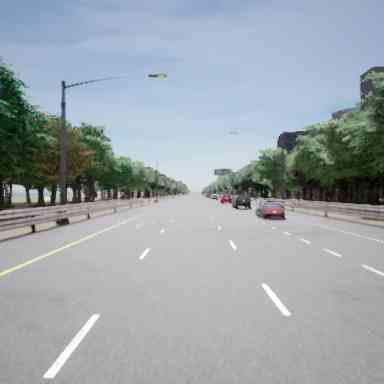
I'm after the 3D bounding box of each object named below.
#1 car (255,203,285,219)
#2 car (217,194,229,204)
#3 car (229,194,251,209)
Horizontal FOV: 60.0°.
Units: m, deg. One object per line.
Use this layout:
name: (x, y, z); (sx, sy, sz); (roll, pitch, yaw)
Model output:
car: (7.051, 1.656, 30.260); (1.994, 1.385, 4.181); (0, 0, 0)
car: (7.283, 1.491, 71.875); (2.150, 2.045, 5.566); (0, 0, 0)
car: (7.128, 1.385, 48.302); (2.150, 2.045, 5.566); (0, 0, 0)
